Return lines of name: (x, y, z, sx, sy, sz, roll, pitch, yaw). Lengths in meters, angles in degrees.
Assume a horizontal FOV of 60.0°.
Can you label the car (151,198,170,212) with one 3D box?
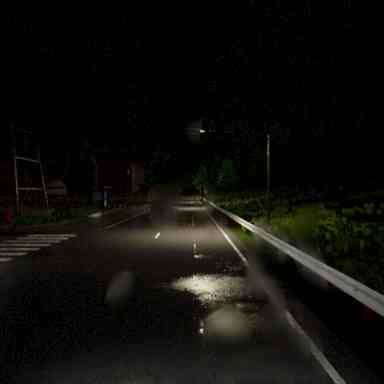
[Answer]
car: (-3.558, 1.462, 37.855, 1.882, 1.535, 5.008, 0, 0, 0)
